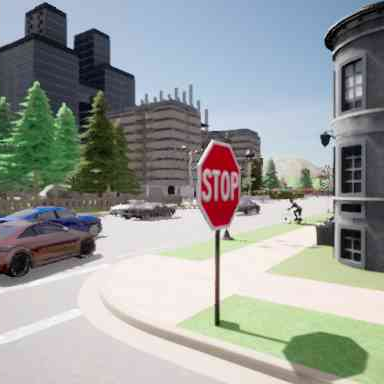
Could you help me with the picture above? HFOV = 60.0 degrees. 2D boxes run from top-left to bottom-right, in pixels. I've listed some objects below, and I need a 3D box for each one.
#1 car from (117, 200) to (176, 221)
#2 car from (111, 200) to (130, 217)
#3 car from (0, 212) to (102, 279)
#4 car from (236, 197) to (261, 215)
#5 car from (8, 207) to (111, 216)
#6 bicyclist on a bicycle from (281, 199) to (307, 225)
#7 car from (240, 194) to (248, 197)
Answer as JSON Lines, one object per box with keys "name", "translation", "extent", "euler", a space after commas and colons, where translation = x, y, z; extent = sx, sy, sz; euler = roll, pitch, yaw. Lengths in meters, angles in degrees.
{"name": "car", "translation": [-3.370, 1.521, 26.325], "extent": [1.895, 1.301, 4.718], "euler": [0, 0, 33]}
{"name": "car", "translation": [-5.263, 1.422, 29.798], "extent": [1.812, 1.442, 4.674], "euler": [0, 0, 33]}
{"name": "car", "translation": [-4.829, 1.538, 10.223], "extent": [1.994, 1.385, 4.181], "euler": [0, 0, 20]}
{"name": "car", "translation": [5.205, 1.468, 32.710], "extent": [1.812, 1.442, 4.674], "euler": [0, 0, 33]}
{"name": "car", "translation": [-6.340, 1.425, 15.048], "extent": [1.882, 1.535, 5.008], "euler": [0, 0, 33]}
{"name": "bicyclist on a bicycle", "translation": [6.550, 1.293, 21.433], "extent": [1.656, 1.620, 0.582], "euler": [0, 0, 33]}
{"name": "car", "translation": [5.246, 0.886, 39.299], "extent": [2.097, 1.767, 4.553], "euler": [0, 0, 33]}
